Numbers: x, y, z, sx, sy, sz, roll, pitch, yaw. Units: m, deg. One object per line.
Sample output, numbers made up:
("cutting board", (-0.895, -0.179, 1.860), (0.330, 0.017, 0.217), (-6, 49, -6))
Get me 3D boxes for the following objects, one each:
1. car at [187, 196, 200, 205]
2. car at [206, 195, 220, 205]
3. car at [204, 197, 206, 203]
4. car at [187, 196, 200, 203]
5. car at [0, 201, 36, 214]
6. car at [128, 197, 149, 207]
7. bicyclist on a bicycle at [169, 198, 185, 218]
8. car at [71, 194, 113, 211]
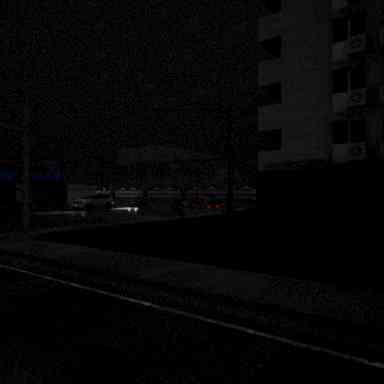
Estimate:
("car", (0.352, 1.564, 59.102), (1.994, 1.385, 4.181), (0, 0, 4))
("car", (3.825, 1.526, 58.512), (1.812, 1.442, 4.674), (0, 0, 4))
("car", (3.835, 1.352, 67.370), (2.097, 1.767, 4.553), (0, 0, -8))
("car", (0.293, 1.564, 67.513), (1.994, 1.385, 4.181), (0, 0, -8))
("car", (-17.969, 1.601, 32.505), (1.895, 1.301, 4.718), (0, 0, 35))
("car", (-8.157, 1.492, 51.029), (2.128, 1.511, 4.902), (0, 0, 14))
("bicyclist on a bicycle", (-1.250, 1.301, 27.342), (1.656, 1.620, 0.582), (0, 0, 36))
("car", (-12.189, 1.223, 41.092), (2.150, 2.045, 5.566), (0, 0, 28))
